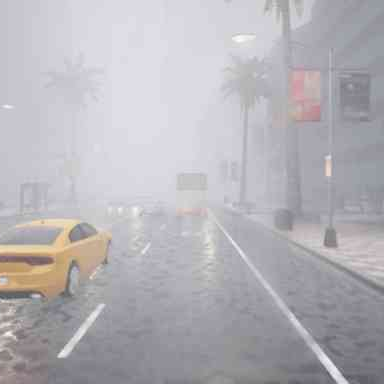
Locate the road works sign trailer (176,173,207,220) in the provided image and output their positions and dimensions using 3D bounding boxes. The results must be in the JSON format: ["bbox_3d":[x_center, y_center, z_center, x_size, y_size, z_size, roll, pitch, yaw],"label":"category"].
[{"bbox_3d":[0.000,0.275,26.136,2.380,3.560,2.880,0,0,0],"label":"road works sign trailer"}]

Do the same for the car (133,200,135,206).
[{"bbox_3d":[-6.821,1.266,46.477,1.895,1.301,4.718,0,0,4],"label":"car"}]

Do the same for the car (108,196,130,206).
[{"bbox_3d":[-10.268,1.263,46.894,1.895,1.301,4.718,0,0,4],"label":"car"}]

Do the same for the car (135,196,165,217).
[{"bbox_3d":[-3.414,1.317,28.869,1.812,1.442,4.674,0,0,0],"label":"car"}]

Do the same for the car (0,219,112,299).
[{"bbox_3d":[-3.400,1.417,8.382,1.882,1.535,5.008,0,0,0],"label":"car"}]
